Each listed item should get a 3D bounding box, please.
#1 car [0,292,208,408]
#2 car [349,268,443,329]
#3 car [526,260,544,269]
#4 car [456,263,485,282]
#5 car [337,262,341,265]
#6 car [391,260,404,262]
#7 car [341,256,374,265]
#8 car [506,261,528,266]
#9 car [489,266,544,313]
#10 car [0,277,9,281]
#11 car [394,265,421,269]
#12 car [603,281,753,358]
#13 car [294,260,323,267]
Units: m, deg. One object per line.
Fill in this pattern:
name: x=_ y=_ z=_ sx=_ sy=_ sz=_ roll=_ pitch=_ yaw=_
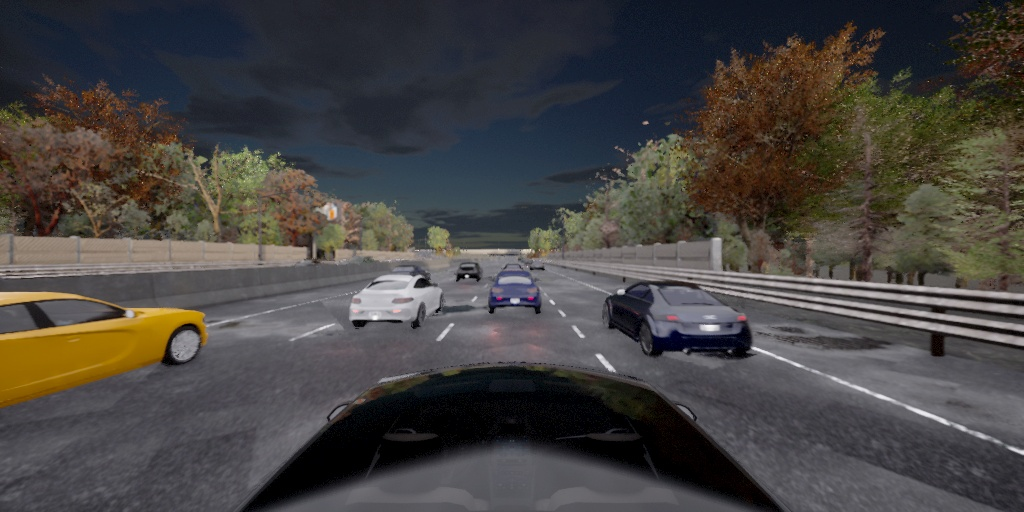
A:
car: x=-6.897 y=1.230 z=4.952 sx=1.882 sy=1.535 sz=5.008 roll=0 pitch=0 yaw=0
car: x=-3.400 y=1.283 z=11.216 sx=1.812 sy=1.442 sz=4.674 roll=0 pitch=0 yaw=0
car: x=3.490 y=1.340 z=51.215 sx=1.994 sy=1.385 sz=4.181 roll=0 pitch=0 yaw=0
car: x=-3.406 y=1.282 z=29.556 sx=1.837 sy=1.490 sz=4.892 roll=0 pitch=0 yaw=0
car: x=-24.564 y=1.300 z=54.005 sx=2.128 sy=1.511 sz=4.902 roll=0 pitch=0 yaw=1
car: x=-17.571 y=1.302 z=54.411 sx=2.128 sy=1.511 sz=4.902 roll=0 pitch=0 yaw=0
car: x=-21.088 y=1.025 z=49.942 sx=2.150 sy=2.045 sz=5.566 roll=0 pitch=0 yaw=0
car: x=0.097 y=1.342 z=30.218 sx=1.994 sy=1.385 sz=4.181 roll=0 pitch=0 yaw=0
car: x=0.099 y=1.285 z=13.921 sx=1.812 sy=1.442 sz=4.674 roll=0 pitch=0 yaw=0
car: x=-17.601 y=1.261 z=10.398 sx=1.837 sy=1.490 sz=4.892 roll=0 pitch=0 yaw=0
car: x=-6.904 y=1.318 z=23.932 sx=2.033 sy=1.411 sz=5.357 roll=0 pitch=0 yaw=0
car: x=3.589 y=1.289 z=8.567 sx=1.994 sy=1.385 sz=4.181 roll=0 pitch=0 yaw=-1
car: x=-28.073 y=1.309 z=49.672 sx=1.837 sy=1.490 sz=4.892 roll=0 pitch=0 yaw=0
